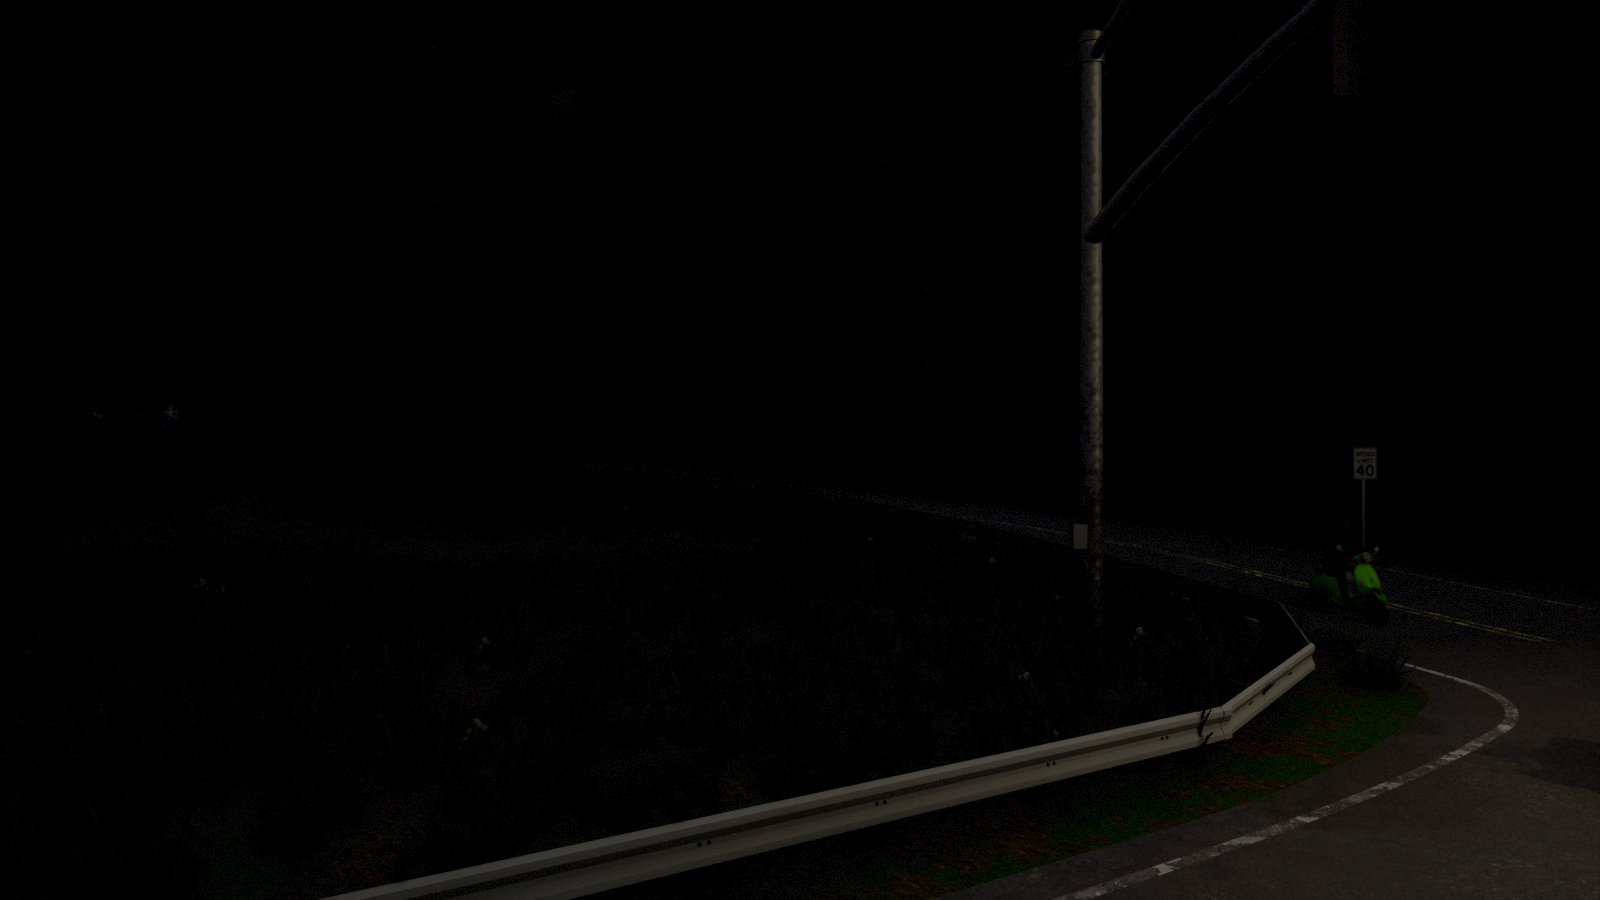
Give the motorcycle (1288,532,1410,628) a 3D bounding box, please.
[{"bbox_3d":[8.834,2.066,18.477,0.856,1.316,1.805,0,1,-11],"label":"motorcycle"}]
